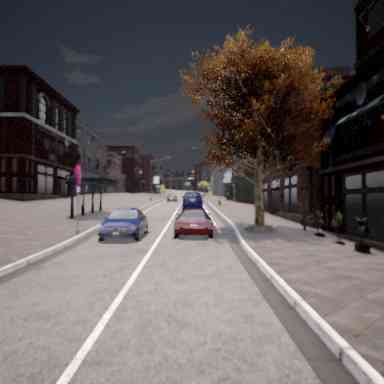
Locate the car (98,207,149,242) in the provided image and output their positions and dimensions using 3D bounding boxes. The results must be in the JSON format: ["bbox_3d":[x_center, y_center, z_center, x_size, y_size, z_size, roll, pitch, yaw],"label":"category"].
[{"bbox_3d":[-3.224,1.493,16.355,1.812,1.442,4.674,0,0,0],"label":"car"}]

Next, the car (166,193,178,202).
[{"bbox_3d":[-3.511,1.006,58.860,2.128,1.511,4.902,0,1,0],"label":"car"}]

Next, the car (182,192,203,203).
[{"bbox_3d":[0.060,0.993,36.131,2.150,2.045,5.566,0,1,0],"label":"car"}]

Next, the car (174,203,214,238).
[{"bbox_3d":[0.091,1.524,17.620,1.994,1.385,4.181,0,0,0],"label":"car"}]
